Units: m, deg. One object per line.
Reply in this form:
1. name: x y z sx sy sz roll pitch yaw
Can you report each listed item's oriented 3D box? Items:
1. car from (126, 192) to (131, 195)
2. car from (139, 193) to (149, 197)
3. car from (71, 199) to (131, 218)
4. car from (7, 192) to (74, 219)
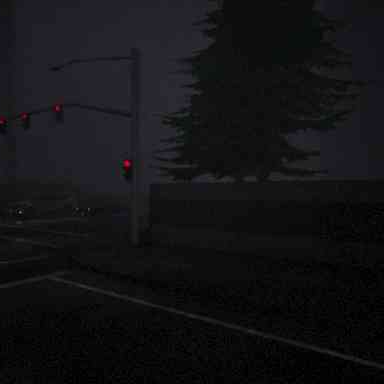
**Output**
1. car: -14.956 1.195 88.562 3.806 1.475 1.970 0 0 35
2. car: -9.203 1.000 70.528 4.605 1.855 1.932 0 0 35
3. car: -7.661 1.473 28.907 1.895 1.301 4.718 0 0 35
4. car: -12.494 1.076 28.116 2.150 2.045 5.566 0 1 35
